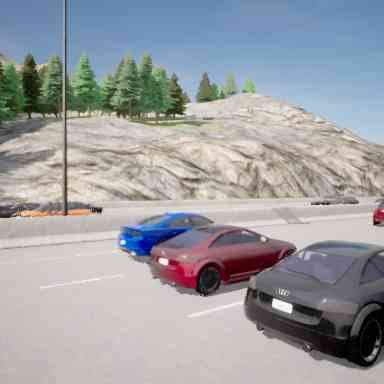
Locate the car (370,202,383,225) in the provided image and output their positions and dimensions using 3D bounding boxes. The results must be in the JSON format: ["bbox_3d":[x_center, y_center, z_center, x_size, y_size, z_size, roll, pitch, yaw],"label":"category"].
[{"bbox_3d":[14.328,1.364,22.693,4.553,1.767,2.097,0,0,-36],"label":"car"}]

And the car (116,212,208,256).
[{"bbox_3d":[-0.240,1.481,12.206,5.008,1.535,1.882,0,0,-36],"label":"car"}]

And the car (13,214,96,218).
[{"bbox_3d":[-8.245,1.354,19.629,4.553,1.767,2.097,0,0,-36],"label":"car"}]

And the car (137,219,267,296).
[{"bbox_3d":[0.972,1.566,8.767,4.181,1.385,1.994,0,0,-36],"label":"car"}]

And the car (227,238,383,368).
[{"bbox_3d":[2.891,1.567,5.837,4.181,1.385,1.994,0,0,-36],"label":"car"}]

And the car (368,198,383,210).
[{"bbox_3d":[25.265,1.529,43.745,4.892,1.490,1.837,0,0,-36],"label":"car"}]
